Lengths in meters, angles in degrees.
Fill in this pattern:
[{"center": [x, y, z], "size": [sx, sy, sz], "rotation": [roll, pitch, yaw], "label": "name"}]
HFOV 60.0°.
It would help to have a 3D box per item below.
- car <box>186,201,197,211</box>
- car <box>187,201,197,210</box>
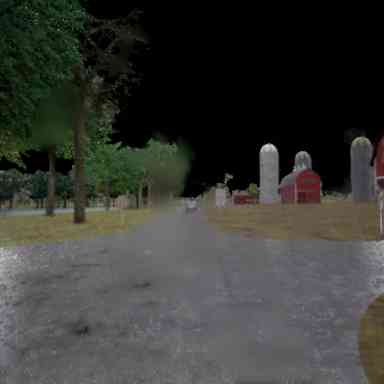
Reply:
[{"center": [-0.022, 2.608, 58.243], "size": [2.128, 1.511, 4.902], "rotation": [0, -2, 0], "label": "car"}, {"center": [-0.025, 2.748, 68.635], "size": [2.097, 1.767, 4.553], "rotation": [0, -2, 0], "label": "car"}]
